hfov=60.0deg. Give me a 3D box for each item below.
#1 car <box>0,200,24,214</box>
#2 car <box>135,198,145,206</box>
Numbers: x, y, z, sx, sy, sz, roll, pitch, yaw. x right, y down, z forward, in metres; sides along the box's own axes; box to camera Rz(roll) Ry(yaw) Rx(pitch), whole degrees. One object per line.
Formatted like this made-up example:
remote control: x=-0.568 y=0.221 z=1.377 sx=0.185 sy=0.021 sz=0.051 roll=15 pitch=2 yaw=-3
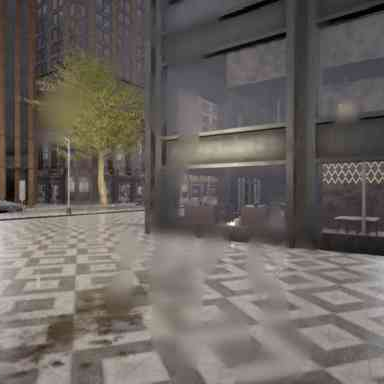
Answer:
car: x=-18.955 y=1.478 z=31.586 sx=2.033 sy=1.411 sz=5.357 roll=0 pitch=0 yaw=36
car: x=-6.455 y=1.441 z=49.046 sx=1.994 sy=1.385 sz=4.181 roll=0 pitch=0 yaw=36
